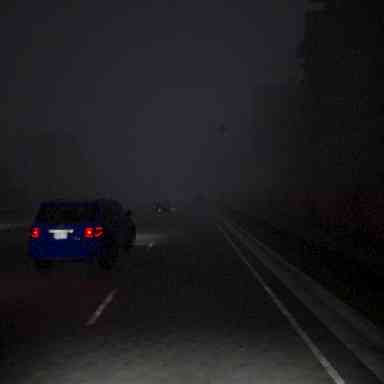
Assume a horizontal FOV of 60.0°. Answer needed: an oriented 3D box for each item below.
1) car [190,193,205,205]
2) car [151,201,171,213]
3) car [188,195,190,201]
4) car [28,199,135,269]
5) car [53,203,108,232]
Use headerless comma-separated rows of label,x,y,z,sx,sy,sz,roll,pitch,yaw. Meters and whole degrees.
car,1.224,1.254,60.537,2.150,2.045,5.566,0,0,0
car,-3.401,1.620,37.568,1.895,1.301,4.718,0,0,0
car,-0.001,1.434,81.546,1.812,1.442,4.674,0,0,0
car,-3.401,1.228,11.301,2.150,2.045,5.566,0,0,0
car,-6.901,1.517,21.178,1.837,1.490,4.892,0,0,0
